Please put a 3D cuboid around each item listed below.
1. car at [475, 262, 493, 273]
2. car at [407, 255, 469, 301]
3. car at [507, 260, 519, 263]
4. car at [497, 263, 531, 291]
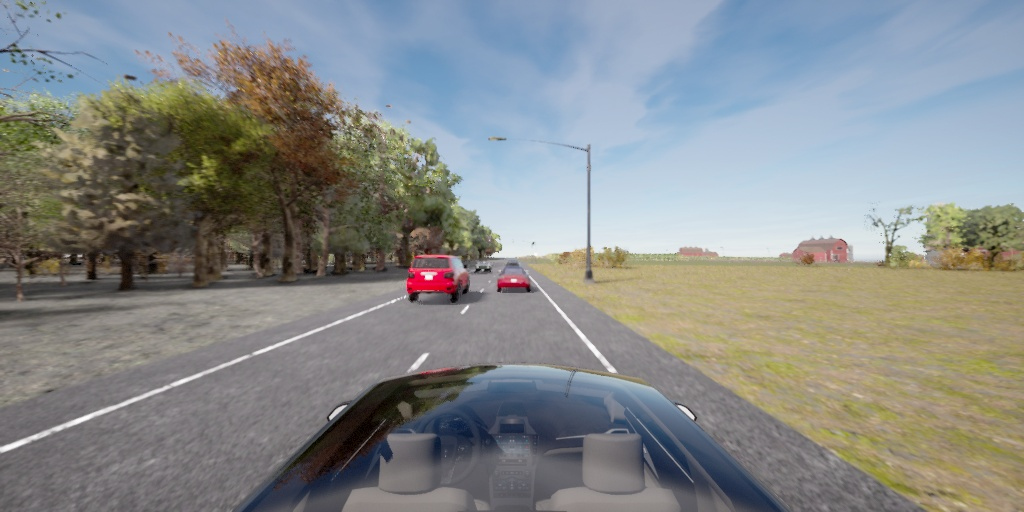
[{"bbox_3d":[-3.390,1.354,43.839,1.895,1.301,4.718,0,0,0],"label":"car"},{"bbox_3d":[-3.397,0.974,17.329,2.150,2.045,5.566,0,0,0],"label":"car"},{"bbox_3d":[0.111,1.256,47.418,1.837,1.490,4.892,0,0,0],"label":"car"},{"bbox_3d":[0.103,1.318,21.886,1.994,1.385,4.181,0,0,0],"label":"car"}]
